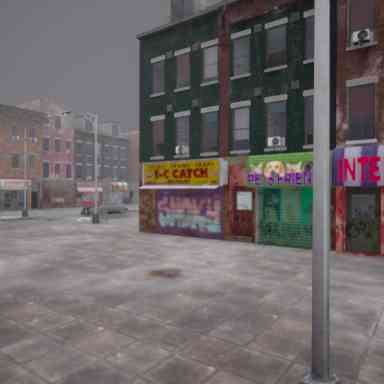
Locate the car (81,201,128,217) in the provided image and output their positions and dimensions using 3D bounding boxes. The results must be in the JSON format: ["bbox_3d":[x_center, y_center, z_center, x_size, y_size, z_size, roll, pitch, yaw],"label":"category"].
[{"bbox_3d":[-7.756,1.447,29.614,1.994,1.385,4.181,0,0,35],"label":"car"}]
